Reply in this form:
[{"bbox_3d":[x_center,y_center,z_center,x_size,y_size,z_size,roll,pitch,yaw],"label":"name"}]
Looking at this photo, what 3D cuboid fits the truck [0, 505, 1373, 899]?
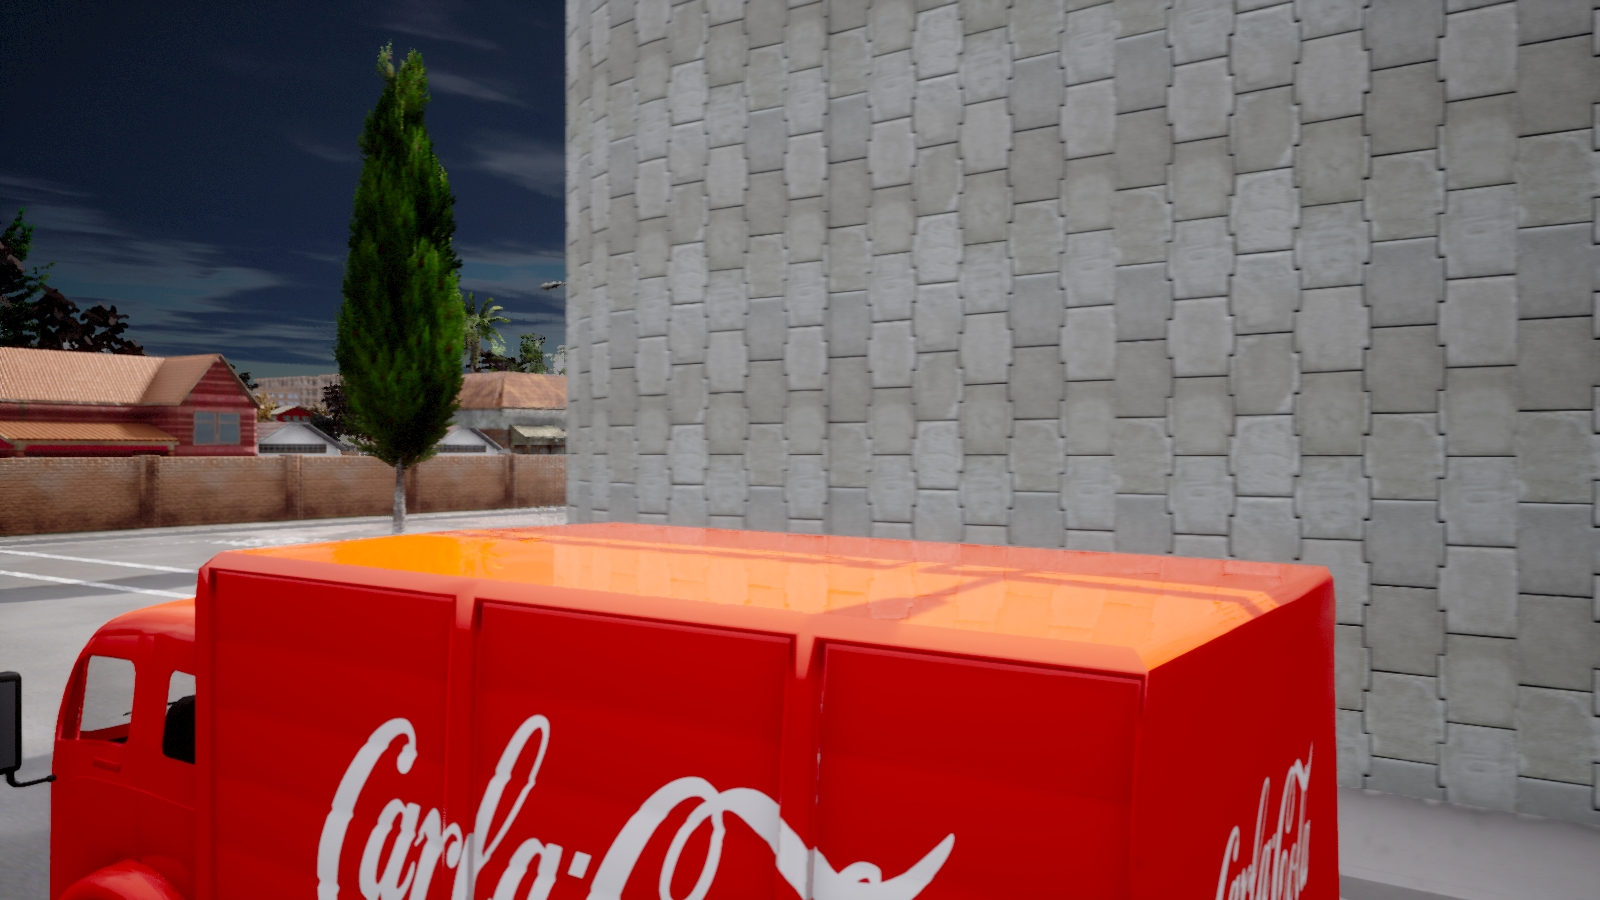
[{"bbox_3d":[-0.885,1.569,4.402,5.204,2.467,2.627,0,0,35],"label":"truck"}]
